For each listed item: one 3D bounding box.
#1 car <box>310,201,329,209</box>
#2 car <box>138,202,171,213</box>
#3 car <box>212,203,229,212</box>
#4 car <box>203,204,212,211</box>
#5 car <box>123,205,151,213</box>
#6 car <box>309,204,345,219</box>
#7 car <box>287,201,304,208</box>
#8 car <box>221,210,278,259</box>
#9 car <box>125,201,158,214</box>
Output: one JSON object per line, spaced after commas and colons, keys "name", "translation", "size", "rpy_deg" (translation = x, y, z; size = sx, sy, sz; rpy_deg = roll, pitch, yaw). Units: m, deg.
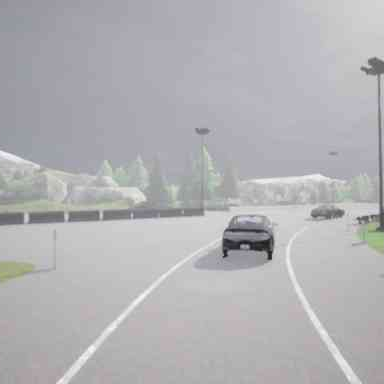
{"name": "car", "translation": [31.039, 3.081, 80.946], "size": [4.553, 1.767, 2.097], "rpy_deg": [1, -2, -39]}
{"name": "car", "translation": [-5.373, 2.711, 51.382], "size": [4.892, 1.490, 1.837], "rpy_deg": [0, -2, -39]}
{"name": "car", "translation": [6.586, 2.868, 61.103], "size": [4.892, 1.490, 1.837], "rpy_deg": [0, -2, -39]}
{"name": "car", "translation": [4.860, 3.019, 64.165], "size": [5.357, 1.411, 2.033], "rpy_deg": [1, -2, -39]}
{"name": "car", "translation": [-9.719, 2.996, 58.984], "size": [4.674, 1.442, 1.812], "rpy_deg": [0, -2, -24]}
{"name": "car", "translation": [14.165, 2.067, 34.640], "size": [2.033, 1.411, 5.357], "rpy_deg": [-2, -2, 43]}
{"name": "car", "translation": [26.947, 3.287, 86.636], "size": [4.553, 1.767, 2.097], "rpy_deg": [1, -2, -39]}
{"name": "car", "translation": [2.399, 1.663, 13.493], "size": [2.128, 1.511, 4.902], "rpy_deg": [0, -1, 15]}
{"name": "car", "translation": [-7.838, 2.514, 53.900], "size": [5.566, 2.045, 2.150], "rpy_deg": [1, -2, -39]}
